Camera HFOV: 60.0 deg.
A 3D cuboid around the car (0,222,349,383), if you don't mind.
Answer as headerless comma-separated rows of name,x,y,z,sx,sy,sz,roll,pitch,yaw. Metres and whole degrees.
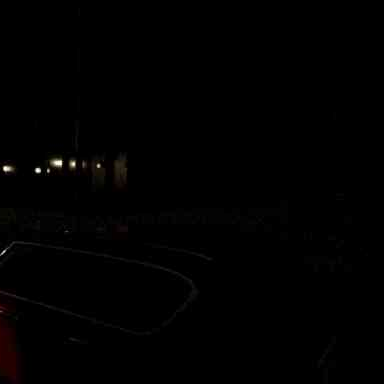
car,-0.998,1.277,3.677,5.009,1.841,2.192,1,1,35
